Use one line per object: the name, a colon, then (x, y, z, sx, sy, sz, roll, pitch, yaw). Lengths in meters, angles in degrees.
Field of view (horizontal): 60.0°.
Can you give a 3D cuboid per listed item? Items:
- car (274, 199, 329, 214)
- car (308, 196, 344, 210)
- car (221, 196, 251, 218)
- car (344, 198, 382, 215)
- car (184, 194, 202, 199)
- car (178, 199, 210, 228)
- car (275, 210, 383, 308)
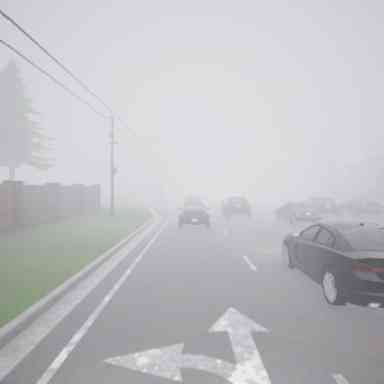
car: (7.130, 1.379, 22.795, 2.033, 1.411, 5.357, 0, 0, 0)
car: (10.637, 1.143, 28.198, 2.097, 1.767, 4.553, 0, 0, 0)
car: (3.637, 1.141, 28.208, 2.097, 1.767, 4.553, 0, 0, 0)
car: (14.138, 1.282, 28.417, 2.128, 1.511, 4.902, 0, 0, 0)
car: (0.152, 1.058, 39.353, 2.097, 1.767, 4.553, 0, 0, 0)
car: (0.128, 1.372, 20.647, 1.812, 1.442, 4.674, 0, 0, 0)
car: (3.612, 1.419, 7.895, 1.882, 1.535, 5.008, 0, 0, 0)
